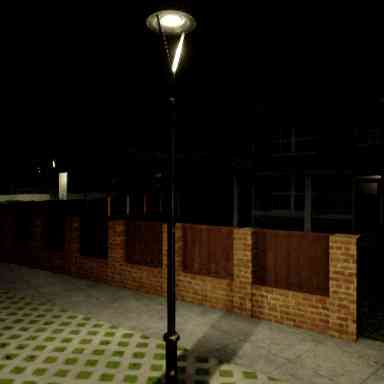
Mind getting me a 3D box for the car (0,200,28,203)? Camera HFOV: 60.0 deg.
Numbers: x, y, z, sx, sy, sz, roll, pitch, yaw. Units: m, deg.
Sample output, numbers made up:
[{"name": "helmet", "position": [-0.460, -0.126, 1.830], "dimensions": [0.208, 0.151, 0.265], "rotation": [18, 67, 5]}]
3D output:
[{"name": "car", "position": [-12.290, 1.266, 22.879], "dimensions": [2.033, 1.411, 5.357], "rotation": [1, 2, 39]}]
